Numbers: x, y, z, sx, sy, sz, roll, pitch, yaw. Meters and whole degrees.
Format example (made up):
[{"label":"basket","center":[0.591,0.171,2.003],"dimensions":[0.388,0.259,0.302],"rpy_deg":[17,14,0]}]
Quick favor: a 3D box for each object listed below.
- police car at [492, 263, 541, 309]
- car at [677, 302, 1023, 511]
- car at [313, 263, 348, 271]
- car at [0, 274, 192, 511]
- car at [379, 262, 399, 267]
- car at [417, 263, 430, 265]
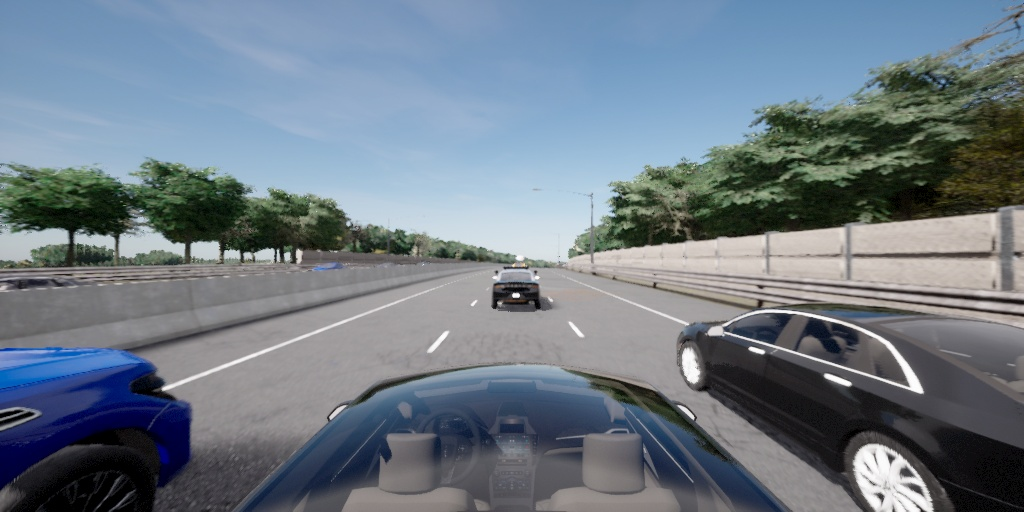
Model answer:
[{"label":"police car","center":[0.181,1.253,15.713],"dimensions":[1.930,1.638,5.238],"rpy_deg":[0,0,1]},{"label":"car","center":[3.604,1.270,3.951],"dimensions":[1.837,1.490,4.892],"rpy_deg":[0,0,0]},{"label":"car","center":[-20.445,1.527,40.604],"dimensions":[1.882,1.535,5.008],"rpy_deg":[0,-1,2]},{"label":"car","center":[-3.433,0.961,0.218],"dimensions":[2.150,2.045,5.566],"rpy_deg":[0,0,0]},{"label":"car","center":[-16.651,1.636,48.181],"dimensions":[1.882,1.535,5.008],"rpy_deg":[0,-1,3]},{"label":"car","center":[-12.977,1.728,52.291],"dimensions":[1.837,1.490,4.892],"rpy_deg":[0,-1,3]}]
